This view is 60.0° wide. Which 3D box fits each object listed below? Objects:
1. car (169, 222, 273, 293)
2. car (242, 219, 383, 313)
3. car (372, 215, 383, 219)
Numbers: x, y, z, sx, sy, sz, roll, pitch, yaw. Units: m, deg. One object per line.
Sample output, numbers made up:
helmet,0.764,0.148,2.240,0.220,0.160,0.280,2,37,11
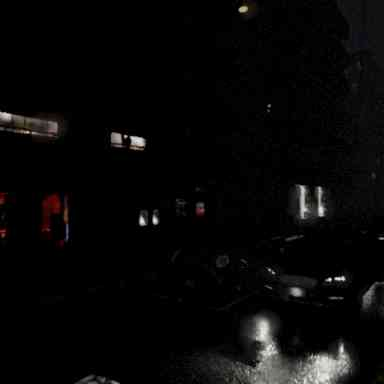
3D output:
car,1.174,1.643,9.463,1.967,1.590,4.097,-2,-2,38
car,3.454,1.628,8.177,2.128,1.511,4.902,-2,-2,38
car,9.113,1.774,15.425,1.994,1.385,4.181,-2,-2,37
